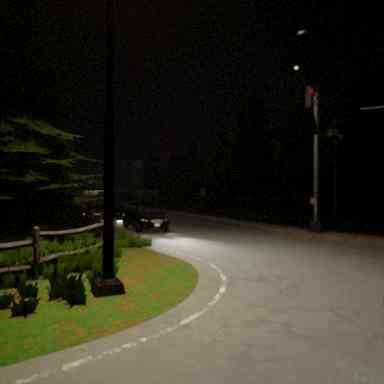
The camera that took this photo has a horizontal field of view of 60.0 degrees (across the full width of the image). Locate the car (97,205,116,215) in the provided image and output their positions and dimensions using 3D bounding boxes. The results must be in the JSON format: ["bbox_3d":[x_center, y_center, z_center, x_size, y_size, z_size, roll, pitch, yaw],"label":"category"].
[{"bbox_3d":[-6.915,1.648,29.484,1.994,1.385,4.181,0,0,-23],"label":"car"}]

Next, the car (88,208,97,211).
[{"bbox_3d":[-11.315,1.591,39.753,1.882,1.535,5.008,0,0,-23],"label":"car"}]

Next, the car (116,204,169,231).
[{"bbox_3d":[-2.926,1.550,20.446,2.128,1.511,4.902,0,0,-25],"label":"car"}]
